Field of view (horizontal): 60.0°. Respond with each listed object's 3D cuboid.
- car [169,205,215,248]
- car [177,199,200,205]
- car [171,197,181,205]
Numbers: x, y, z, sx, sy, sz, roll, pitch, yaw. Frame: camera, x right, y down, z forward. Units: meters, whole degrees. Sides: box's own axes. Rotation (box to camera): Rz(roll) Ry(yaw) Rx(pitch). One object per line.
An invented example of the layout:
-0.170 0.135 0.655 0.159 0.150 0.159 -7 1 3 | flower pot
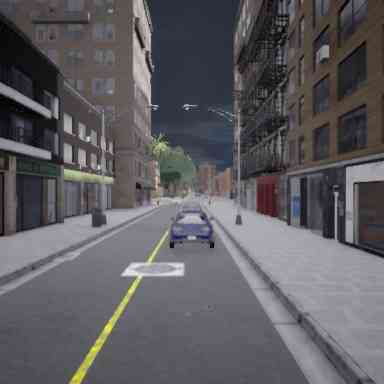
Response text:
0.000 1.535 14.650 1.812 1.442 4.674 0 0 0 | car
0.000 1.577 29.651 2.033 1.411 5.357 0 0 0 | car
-2.750 1.614 60.651 1.812 1.442 4.674 0 0 0 | car
